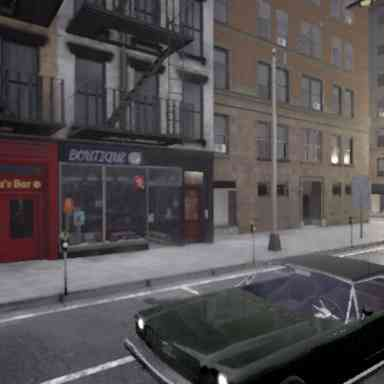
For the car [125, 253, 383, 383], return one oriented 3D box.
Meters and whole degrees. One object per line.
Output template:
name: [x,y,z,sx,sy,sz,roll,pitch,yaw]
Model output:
car: [1.574,1.621,4.492,4.718,1.301,1.895,0,0,-35]
